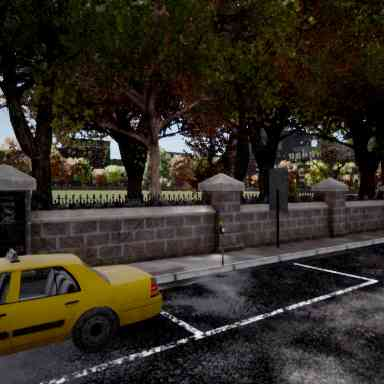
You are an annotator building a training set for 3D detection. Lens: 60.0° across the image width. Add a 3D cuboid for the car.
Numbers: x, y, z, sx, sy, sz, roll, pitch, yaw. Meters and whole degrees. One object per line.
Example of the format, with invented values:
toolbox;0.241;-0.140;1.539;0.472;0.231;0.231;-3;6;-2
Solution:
car;-2.768;1.525;4.585;4.829;1.417;1.752;0;0;-35
